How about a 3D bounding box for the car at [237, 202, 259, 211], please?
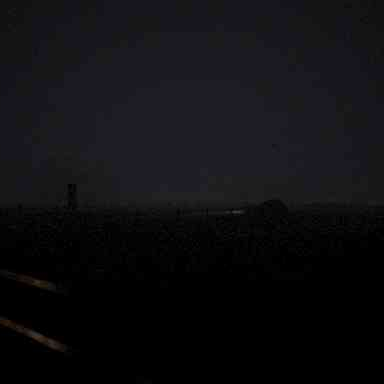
[{"bbox_3d":[8.997,2.339,53.428,1.895,1.301,4.718,-1,-1,35],"label":"car"}]
